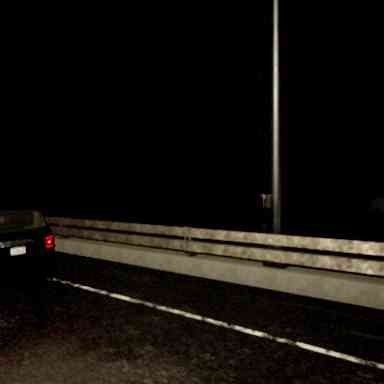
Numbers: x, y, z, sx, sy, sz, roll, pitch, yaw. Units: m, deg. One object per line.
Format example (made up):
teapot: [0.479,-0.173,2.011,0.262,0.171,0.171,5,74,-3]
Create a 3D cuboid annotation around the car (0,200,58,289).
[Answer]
car: [-5.507,1.216,7.919,5.566,2.045,2.150,0,0,35]
